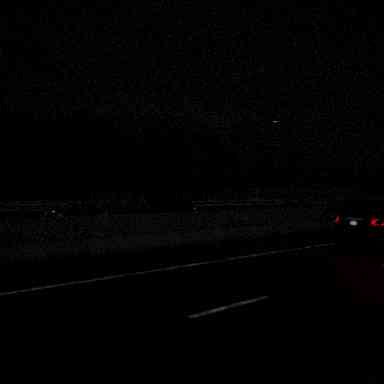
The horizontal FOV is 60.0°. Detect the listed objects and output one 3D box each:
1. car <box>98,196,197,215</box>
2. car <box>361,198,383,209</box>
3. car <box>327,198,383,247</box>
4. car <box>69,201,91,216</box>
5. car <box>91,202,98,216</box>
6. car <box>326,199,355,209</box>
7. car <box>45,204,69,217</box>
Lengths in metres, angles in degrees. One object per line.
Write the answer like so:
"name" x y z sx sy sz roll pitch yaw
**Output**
"car" -2.280 1.247 19.557 5.566 2.045 2.150 0 0 -35
"car" 27.327 1.676 49.199 4.902 1.511 2.128 0 0 -35
"car" 8.255 1.265 14.055 5.566 2.045 2.150 0 0 -35
"car" -6.299 1.504 25.285 5.008 1.535 1.882 0 0 -35
"car" -4.089 1.379 22.562 4.553 1.767 2.097 0 0 -35
"car" 22.350 1.774 49.953 4.718 1.301 1.895 0 0 -35
"car" -9.430 1.515 27.353 4.902 1.511 2.128 0 0 -36
